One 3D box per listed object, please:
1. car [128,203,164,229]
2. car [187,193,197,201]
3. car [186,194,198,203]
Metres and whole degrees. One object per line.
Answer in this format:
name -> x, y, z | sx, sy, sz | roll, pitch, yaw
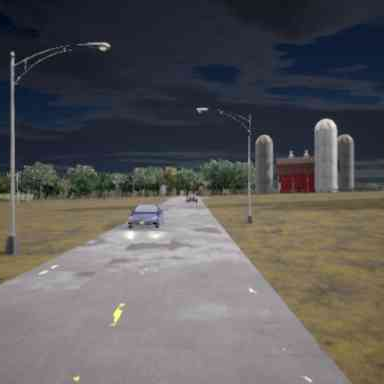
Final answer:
car -> -2.790, 1.454, 21.031 | 1.812, 1.442, 4.674 | 0, 0, 1
car -> 0.001, 0.989, 64.719 | 1.994, 1.385, 4.181 | 0, 1, 0
car -> 0.000, 1.125, 54.597 | 1.895, 1.301, 4.718 | 0, 1, 0
